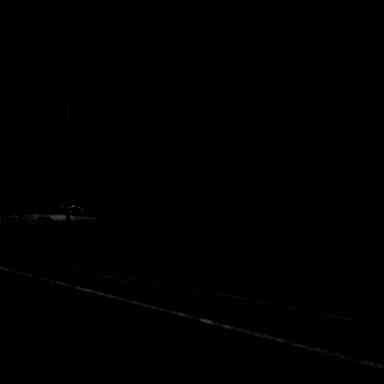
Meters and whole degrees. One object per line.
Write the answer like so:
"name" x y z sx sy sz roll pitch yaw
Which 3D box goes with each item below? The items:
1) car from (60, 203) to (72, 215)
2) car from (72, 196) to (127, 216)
"car" -12.265 1.565 36.847 2.097 1.767 4.553 0 0 32
"car" -9.295 1.411 35.001 2.150 2.045 5.566 0 0 32
